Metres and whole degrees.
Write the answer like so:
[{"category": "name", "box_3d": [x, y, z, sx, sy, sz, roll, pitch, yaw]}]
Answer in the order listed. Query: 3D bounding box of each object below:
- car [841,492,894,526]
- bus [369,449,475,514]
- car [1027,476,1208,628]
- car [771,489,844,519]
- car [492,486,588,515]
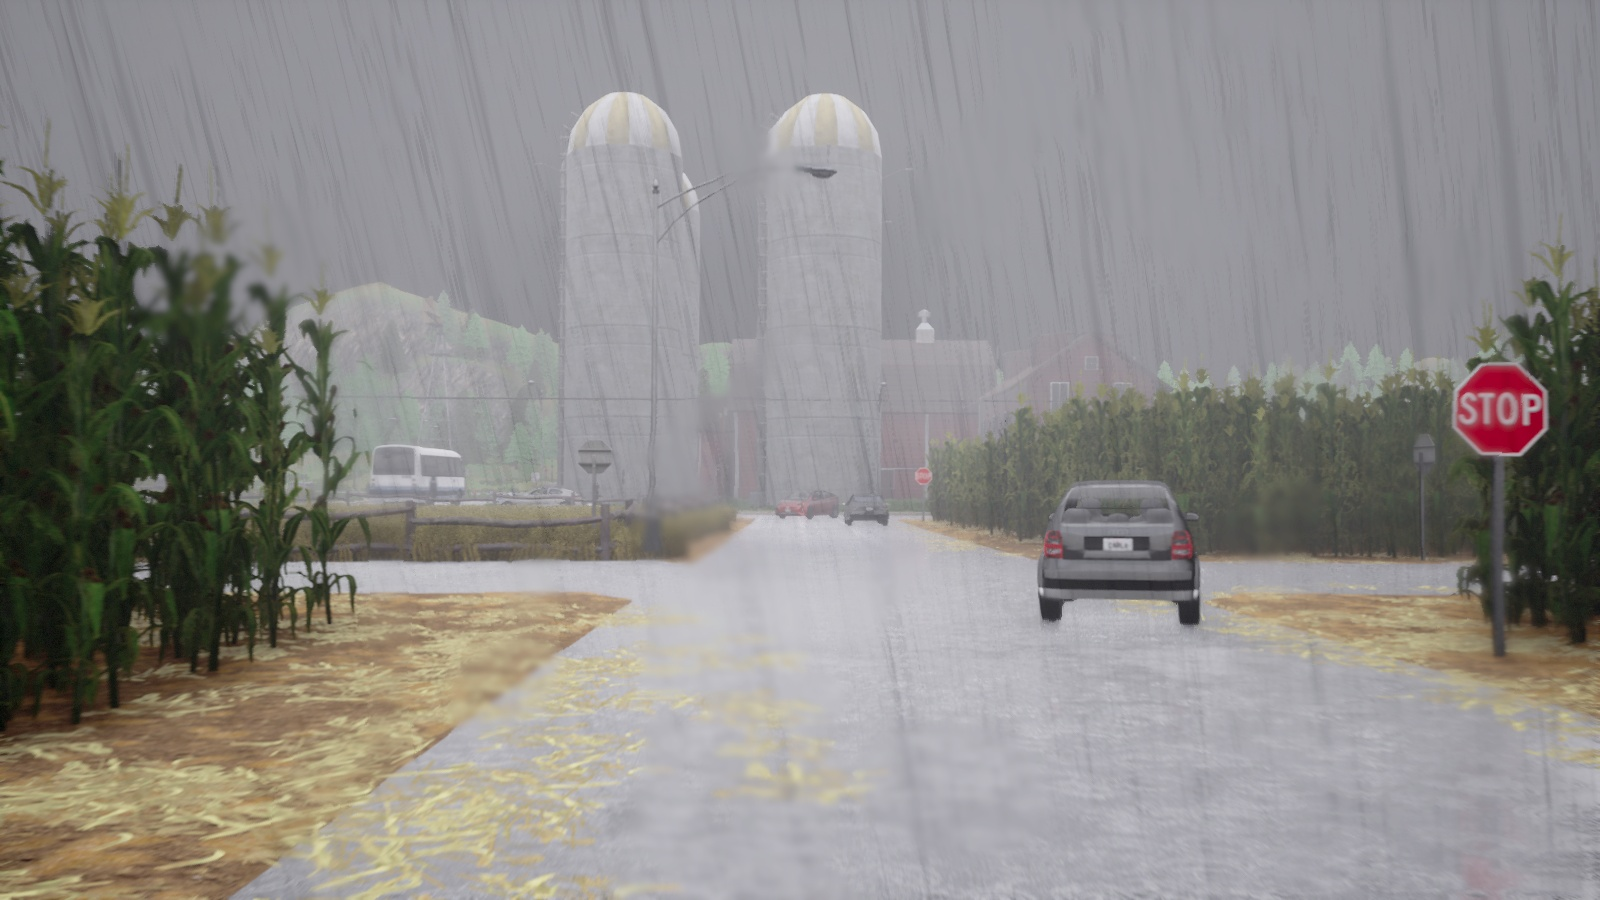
[{"category": "car", "box_3d": [2.967, 2.611, 56.094, 2.033, 1.411, 5.357, 0, -2, 0]}, {"category": "bus", "box_3d": [-26.130, 2.218, 87.446, 3.944, 4.253, 10.273, 0, -2, 2]}, {"category": "car", "box_3d": [3.817, 1.108, 14.842, 1.789, 1.549, 3.705, -1, -2, 17]}, {"category": "car", "box_3d": [0.440, 2.815, 66.210, 2.007, 1.525, 4.514, -1, -2, 28]}, {"category": "car", "box_3d": [-14.755, 2.866, 71.598, 5.027, 1.651, 2.152, 0, -2, 0]}]
